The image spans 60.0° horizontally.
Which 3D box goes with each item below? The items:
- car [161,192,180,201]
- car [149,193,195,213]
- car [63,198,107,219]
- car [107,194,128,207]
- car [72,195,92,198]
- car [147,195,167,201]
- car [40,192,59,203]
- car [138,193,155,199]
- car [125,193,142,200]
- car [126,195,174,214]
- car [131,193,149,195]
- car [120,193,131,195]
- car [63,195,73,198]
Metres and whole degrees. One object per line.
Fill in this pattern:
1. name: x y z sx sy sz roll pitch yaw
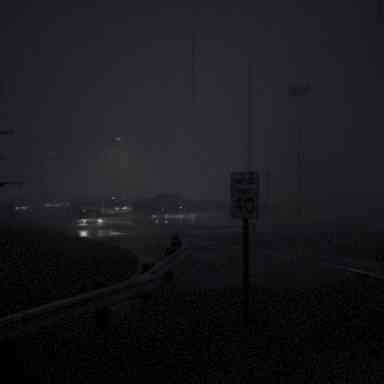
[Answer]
1. car: -4.771 0.985 73.362 2.097 1.767 4.553 0 1 -40
2. car: -2.096 1.151 37.095 2.150 2.045 5.566 0 0 -40
3. car: -9.788 1.524 29.930 1.812 1.442 4.674 0 1 -40
4. car: -11.144 1.463 47.995 1.994 1.385 4.181 0 1 -40
5. car: -14.316 1.466 46.339 2.033 1.411 5.357 0 1 -40
6. car: -7.508 1.248 71.182 1.895 1.301 4.718 0 1 -40
7. car: -26.038 1.075 60.628 2.150 2.045 5.566 0 1 -40
8. car: -11.176 0.937 81.090 1.882 1.535 5.008 0 1 -40
9. car: -13.871 0.982 78.858 1.837 1.490 4.892 0 1 -40
10. car: -4.444 1.441 34.451 2.128 1.511 4.902 0 1 -40
11. car: -10.183 1.200 68.925 1.812 1.442 4.674 0 1 -40
12. car: -16.566 1.045 76.625 2.033 1.411 5.357 0 1 -40
13. car: -22.408 1.221 61.713 1.882 1.535 5.008 0 1 -39
